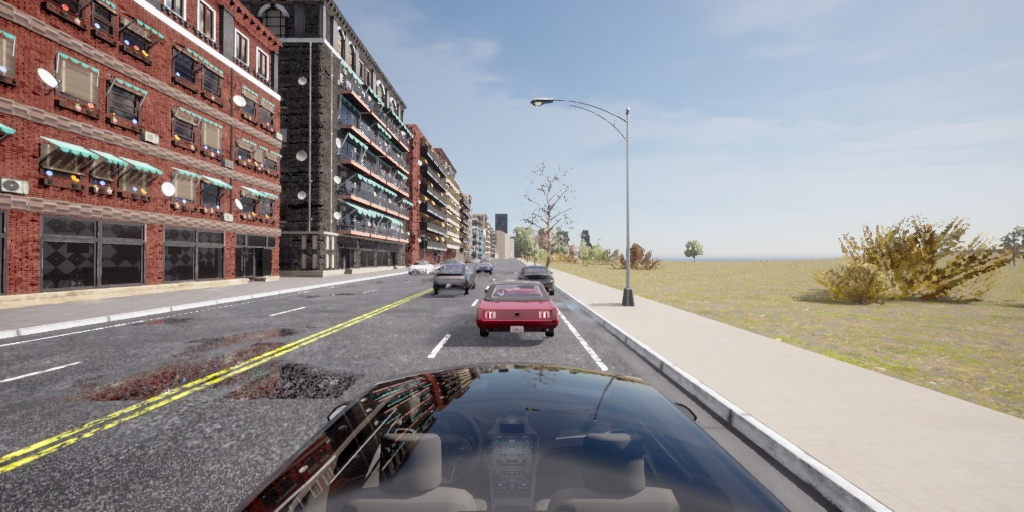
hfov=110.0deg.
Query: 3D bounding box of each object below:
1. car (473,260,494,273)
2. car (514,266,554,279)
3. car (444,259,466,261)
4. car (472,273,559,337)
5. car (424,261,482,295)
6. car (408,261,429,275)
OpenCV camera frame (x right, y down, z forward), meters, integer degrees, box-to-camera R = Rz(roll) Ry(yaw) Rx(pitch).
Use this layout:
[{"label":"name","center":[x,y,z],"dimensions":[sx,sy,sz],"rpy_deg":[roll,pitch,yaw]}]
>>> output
[{"label":"car","center":[-2.996,1.352,39.500],"dimensions":[1.895,1.301,4.718],"rpy_deg":[0,0,0]},{"label":"car","center":[1.207,1.257,19.455],"dimensions":[1.837,1.490,4.892],"rpy_deg":[0,0,0]},{"label":"car","center":[-6.456,1.104,37.848],"dimensions":[2.097,1.767,4.553],"rpy_deg":[0,0,0]},{"label":"car","center":[0.132,1.352,10.254],"dimensions":[1.895,1.301,4.718],"rpy_deg":[0,0,0]},{"label":"car","center":[-3.078,1.244,19.923],"dimensions":[2.128,1.511,4.902],"rpy_deg":[0,0,0]},{"label":"car","center":[-9.704,1.277,38.450],"dimensions":[1.812,1.442,4.674],"rpy_deg":[0,0,0]}]
